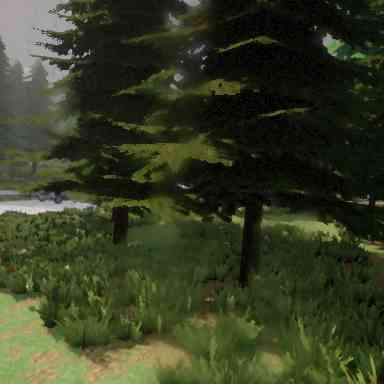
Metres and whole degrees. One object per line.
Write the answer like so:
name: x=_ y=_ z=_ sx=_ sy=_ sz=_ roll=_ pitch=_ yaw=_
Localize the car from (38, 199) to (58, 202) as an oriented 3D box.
car: x=-9.979 y=0.076 z=26.369 sx=1.812 sy=1.442 sz=4.674 roll=5 pitch=3 yaw=24
